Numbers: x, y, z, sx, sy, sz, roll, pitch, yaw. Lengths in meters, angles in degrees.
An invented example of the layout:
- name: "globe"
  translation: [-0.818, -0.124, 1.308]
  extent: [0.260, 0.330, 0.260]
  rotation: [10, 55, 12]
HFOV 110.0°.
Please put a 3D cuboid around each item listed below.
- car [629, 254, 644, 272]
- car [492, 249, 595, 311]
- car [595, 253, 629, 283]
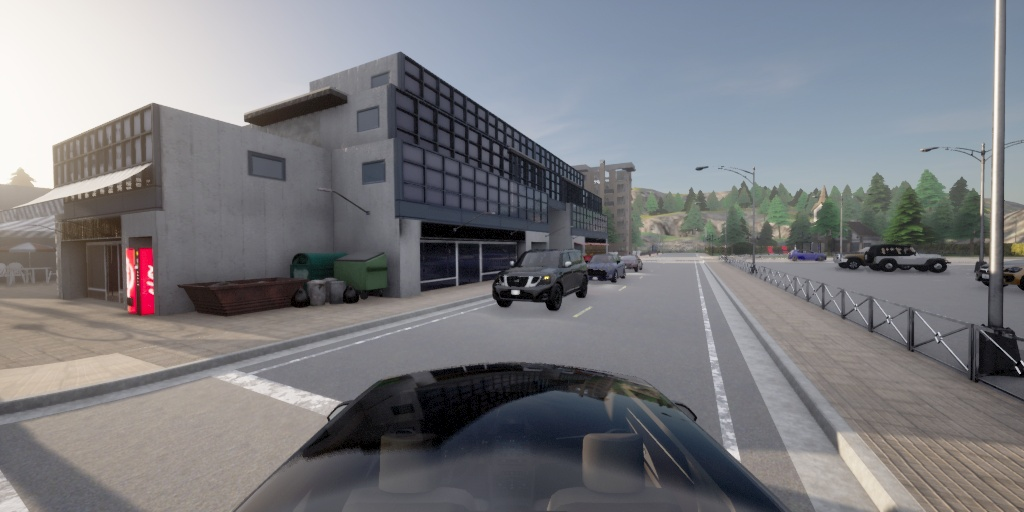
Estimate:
- name: "car"
  translation: [10.387, 0.594, 31.735]
  extent: [1.812, 1.442, 4.674]
  rotation: [0, 1, 27]
- name: "car"
  translation: [1.351, 0.743, 13.816]
  extent: [2.150, 2.045, 5.566]
  rotation: [0, 1, 27]
- name: "car"
  translation: [5.777, 0.651, 22.600]
  extent: [2.097, 1.767, 4.553]
  rotation: [0, 1, 27]
